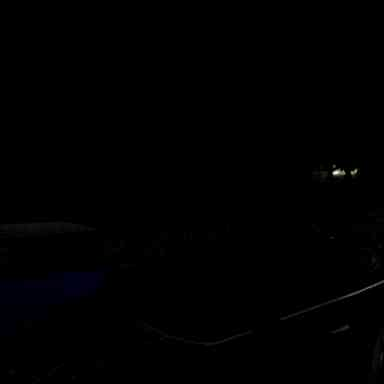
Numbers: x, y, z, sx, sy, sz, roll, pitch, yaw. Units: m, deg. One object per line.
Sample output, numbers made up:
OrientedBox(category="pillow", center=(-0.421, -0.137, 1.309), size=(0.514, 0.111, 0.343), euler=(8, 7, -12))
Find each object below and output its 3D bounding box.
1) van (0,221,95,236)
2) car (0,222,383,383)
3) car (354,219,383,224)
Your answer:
OrientedBox(category="van", center=(-3.148, 1.341, 4.421), size=(3.998, 1.788, 1.690), euler=(0, 0, -35))
OrientedBox(category="car", center=(0.370, 1.348, 3.611), size=(4.553, 1.767, 2.097), euler=(0, 0, -35))
OrientedBox(category="car", center=(5.852, 1.563, 10.834), size=(4.206, 1.307, 1.802), euler=(0, 0, -35))
